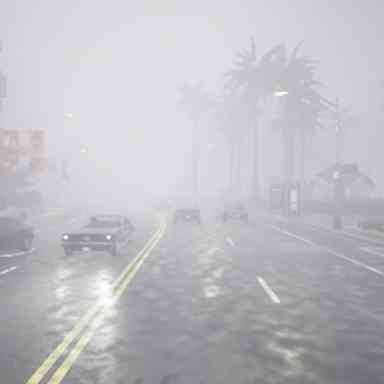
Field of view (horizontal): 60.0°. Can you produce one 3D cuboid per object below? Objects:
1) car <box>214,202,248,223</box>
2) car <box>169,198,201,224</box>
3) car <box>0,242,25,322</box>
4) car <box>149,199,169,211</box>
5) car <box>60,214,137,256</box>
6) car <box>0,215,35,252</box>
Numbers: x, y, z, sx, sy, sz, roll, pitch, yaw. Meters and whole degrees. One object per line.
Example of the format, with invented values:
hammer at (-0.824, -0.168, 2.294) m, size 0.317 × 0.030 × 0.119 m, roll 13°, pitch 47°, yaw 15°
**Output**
car at (2.922, 1.480, 25.644) m, size 2.128 × 1.511 × 4.902 m, roll 0°, pitch 0°, yaw -7°
car at (-0.481, 1.466, 24.462) m, size 1.882 × 1.535 × 5.008 m, roll 0°, pitch 0°, yaw -6°
car at (-3.524, 1.524, 2.739) m, size 1.812 × 1.442 × 4.674 m, roll 0°, pitch 0°, yaw 1°
car at (-3.972, 1.528, 40.940) m, size 2.033 × 1.411 × 5.357 m, roll 0°, pitch 0°, yaw -18°
car at (-3.506, 1.594, 13.260) m, size 1.895 × 1.301 × 4.718 m, roll 0°, pitch 0°, yaw 0°
car at (-7.005, 1.520, 11.194) m, size 1.812 × 1.442 × 4.674 m, roll 0°, pitch 0°, yaw 0°
